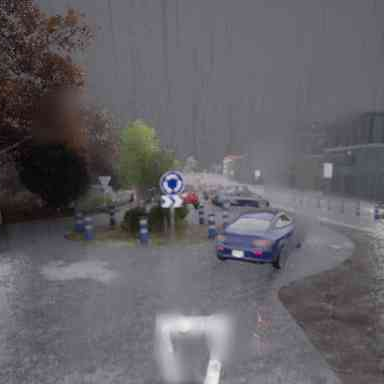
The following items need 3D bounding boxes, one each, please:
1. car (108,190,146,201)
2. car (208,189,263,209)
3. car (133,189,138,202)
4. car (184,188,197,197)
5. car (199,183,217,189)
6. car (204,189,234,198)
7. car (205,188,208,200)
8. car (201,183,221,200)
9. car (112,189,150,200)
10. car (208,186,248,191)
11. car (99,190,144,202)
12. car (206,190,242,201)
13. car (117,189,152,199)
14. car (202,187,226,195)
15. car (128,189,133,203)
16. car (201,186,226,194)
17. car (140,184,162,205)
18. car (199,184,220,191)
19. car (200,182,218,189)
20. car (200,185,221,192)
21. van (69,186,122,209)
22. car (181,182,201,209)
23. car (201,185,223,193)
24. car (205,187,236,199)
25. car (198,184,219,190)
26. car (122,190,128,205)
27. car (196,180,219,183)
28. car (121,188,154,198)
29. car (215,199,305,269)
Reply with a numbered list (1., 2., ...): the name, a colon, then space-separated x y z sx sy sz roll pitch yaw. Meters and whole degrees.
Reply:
1. car: -8.769 0.464 45.413 4.792 1.488 2.163 0 1 0
2. car: 4.244 0.670 31.660 4.792 1.488 2.163 0 0 0
3. car: -8.987 0.539 39.963 5.366 1.575 1.946 0 1 0
4. car: -0.250 0.071 58.872 2.033 1.411 5.357 0 2 0
5. car: 4.303 -1.652 90.114 4.892 1.521 2.231 0 3 0
6. car: 4.316 0.217 53.953 4.792 1.488 2.163 0 2 0
7. car: 4.282 0.585 37.224 5.008 1.535 2.097 0 1 0
8. car: 4.250 0.293 40.014 5.566 2.045 2.435 0 1 0
9. car: -8.791 0.361 48.203 5.008 1.535 2.097 0 2 0
10. car: 4.244 0.491 34.444 4.553 1.767 2.185 0 1 0
11. car: -8.985 0.489 42.758 5.366 1.575 1.946 0 1 0
12. car: 4.311 0.464 45.586 4.792 1.488 2.163 0 2 0
13. car: -8.789 0.280 50.992 5.008 1.535 2.097 0 2 0
14. car: 4.291 -0.221 65.088 4.674 1.452 2.002 0 3 0
15. car: -8.807 0.655 34.259 4.674 1.452 2.002 0 0 0
16. car: 4.302 -0.394 67.872 5.008 1.535 2.097 0 3 0
17. car: -3.862 0.341 35.789 2.150 2.045 5.566 0 1 0
18. car: 4.310 -1.167 81.779 5.008 1.535 2.097 0 3 0
19. car: 4.339 -1.609 87.204 4.553 1.767 2.185 0 3 0
20. car: 4.303 -0.803 76.224 4.674 1.452 2.002 0 3 0
21. van: -8.681 0.438 28.798 4.442 1.987 1.878 1 1 0
22. car: -0.528 0.390 30.287 2.150 2.045 5.566 0 0 3
23. car: 4.328 -0.656 73.442 4.792 1.488 2.163 0 3 0
24. car: 4.317 0.153 51.162 4.553 1.767 2.185 0 2 0
25. car: 4.121 -1.332 84.557 5.366 1.575 1.946 0 3 0
26. car: -8.809 0.679 31.474 4.674 1.452 2.002 0 0 0
27. car: 4.274 -1.256 78.986 5.566 2.045 2.435 0 3 0
28. car: -8.787 0.187 53.908 4.892 1.521 2.231 0 2 0
29. car: 2.304 1.287 10.601 1.812 1.442 4.674 2 5 29
